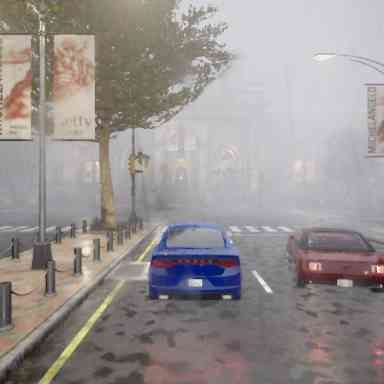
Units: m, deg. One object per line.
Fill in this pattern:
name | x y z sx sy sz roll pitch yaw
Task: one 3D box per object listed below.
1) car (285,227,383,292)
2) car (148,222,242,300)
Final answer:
car | 3.676 1.609 9.080 1.895 1.301 4.718 0 0 13
car | 0.070 1.485 8.452 1.882 1.535 5.008 0 0 0
